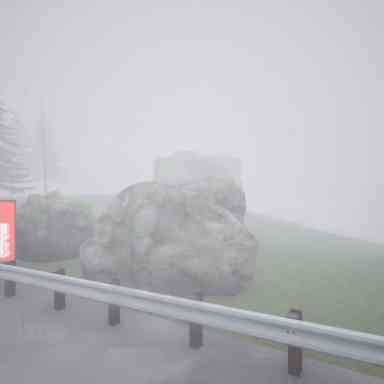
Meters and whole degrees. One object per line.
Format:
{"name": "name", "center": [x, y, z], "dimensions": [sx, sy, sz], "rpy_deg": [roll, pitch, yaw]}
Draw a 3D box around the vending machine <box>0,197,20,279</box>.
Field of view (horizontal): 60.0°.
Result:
{"name": "vending machine", "center": [-5.367, 1.195, 8.837], "dimensions": [0.880, 2.100, 1.100], "rpy_deg": [0, 0, 31]}
